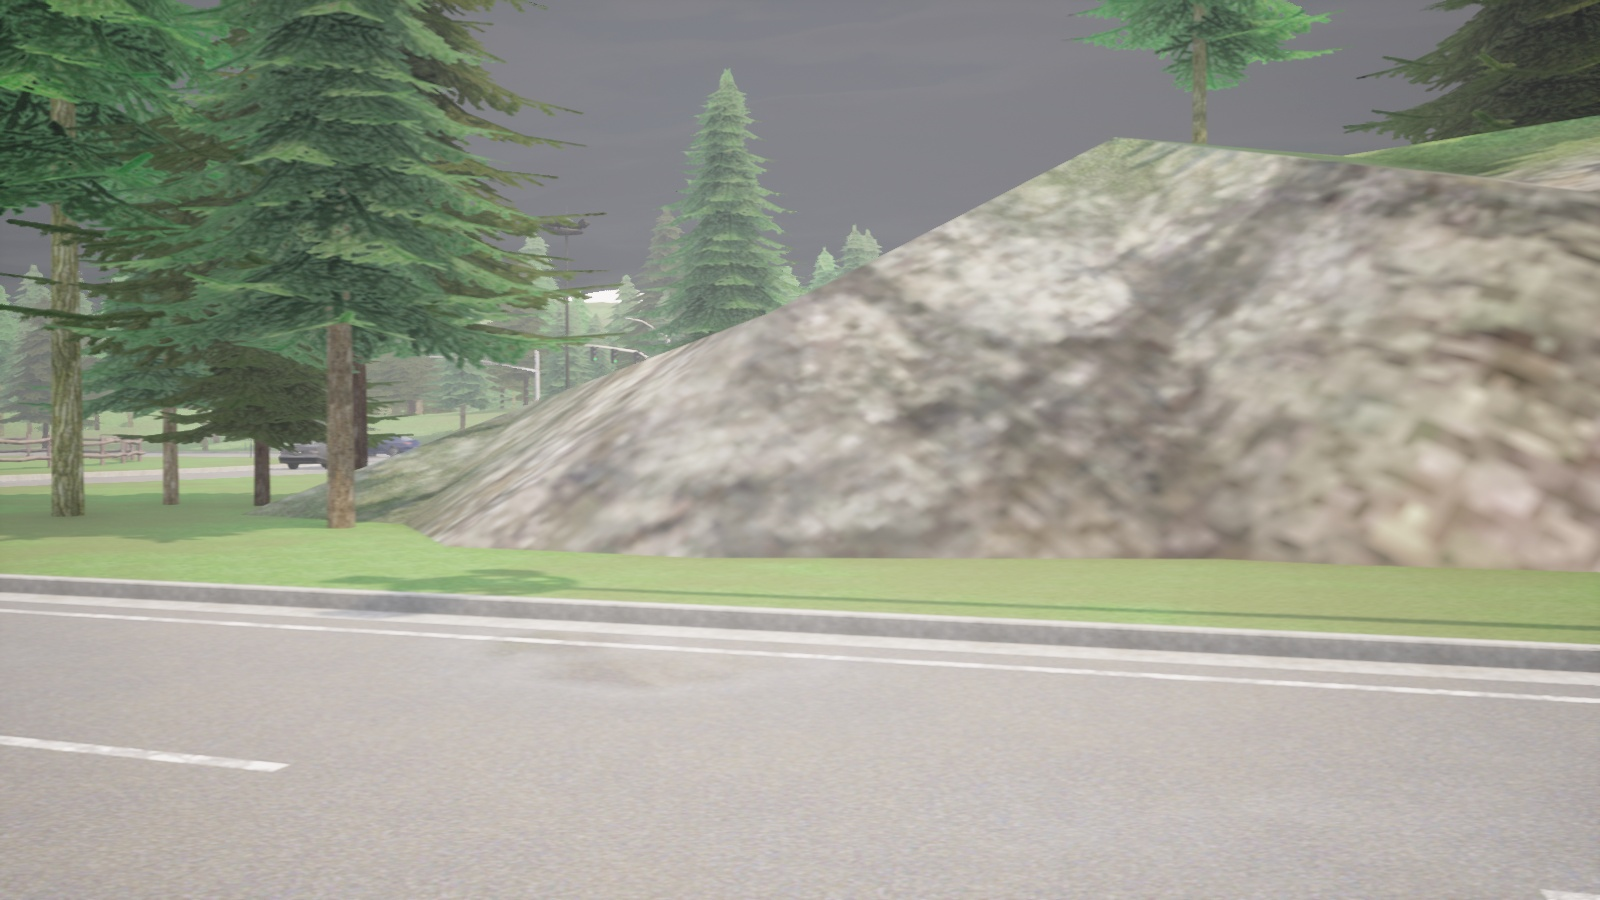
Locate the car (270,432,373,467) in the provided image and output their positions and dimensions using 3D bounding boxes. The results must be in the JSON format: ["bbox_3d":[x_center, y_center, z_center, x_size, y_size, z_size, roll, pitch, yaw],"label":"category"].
[{"bbox_3d":[-20.399,-0.065,53.842,2.033,1.411,5.357,0,1,4],"label":"car"}]

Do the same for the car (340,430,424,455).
[{"bbox_3d":[-25.240,-0.459,75.920,4.674,1.442,1.812,1,1,19],"label":"car"}]
